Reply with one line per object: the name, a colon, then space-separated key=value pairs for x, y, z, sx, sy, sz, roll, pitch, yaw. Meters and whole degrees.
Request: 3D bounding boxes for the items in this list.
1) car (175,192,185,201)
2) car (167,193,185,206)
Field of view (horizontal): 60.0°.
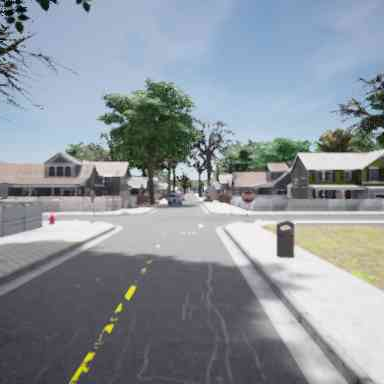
car: x=-2.736 y=1.142 z=78.768 sx=2.150 sy=2.045 sz=5.566 roll=0 pitch=0 yaw=0
car: x=-2.740 y=1.268 z=54.251 sx=2.150 sy=2.045 sz=5.566 roll=0 pitch=2 yaw=0
